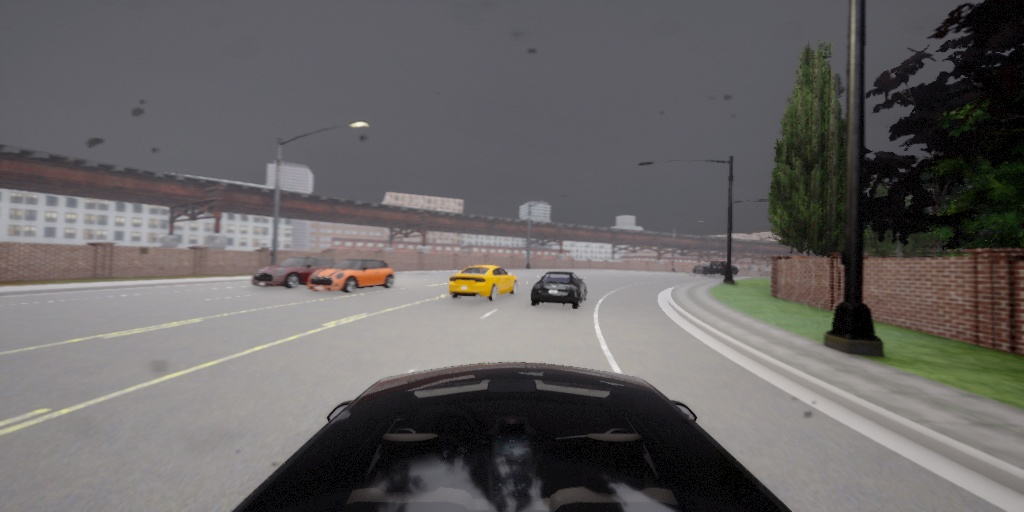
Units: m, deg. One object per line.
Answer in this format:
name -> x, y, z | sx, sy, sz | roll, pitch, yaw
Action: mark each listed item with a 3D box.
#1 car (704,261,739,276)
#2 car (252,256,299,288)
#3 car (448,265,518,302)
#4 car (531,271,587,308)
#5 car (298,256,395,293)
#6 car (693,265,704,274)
car -> 30.483, 1.804, 51.623 | 5.566, 2.045, 2.150 | 2, -2, -35
car -> -11.479, 0.797, 19.549 | 2.097, 1.767, 4.553 | 2, 0, 17
car -> -1.179, 1.168, 16.933 | 1.882, 1.535, 5.008 | 1, 0, 18
car -> 2.147, 1.350, 15.736 | 1.994, 1.385, 4.181 | 1, 0, 16
car -> -8.129, 0.907, 18.544 | 2.097, 1.767, 4.553 | 2, 0, 17
car -> 29.766, 2.131, 55.203 | 4.902, 1.511, 2.128 | 3, -2, -35
